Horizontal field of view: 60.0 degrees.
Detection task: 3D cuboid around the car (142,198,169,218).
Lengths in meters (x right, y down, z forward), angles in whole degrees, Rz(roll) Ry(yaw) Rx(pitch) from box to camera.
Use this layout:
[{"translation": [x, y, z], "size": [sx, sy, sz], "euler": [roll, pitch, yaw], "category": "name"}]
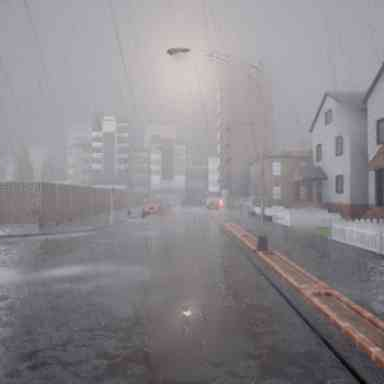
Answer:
[{"translation": [-4.102, 1.696, 36.399], "size": [2.150, 2.045, 5.566], "euler": [0, -1, 0], "category": "car"}]
